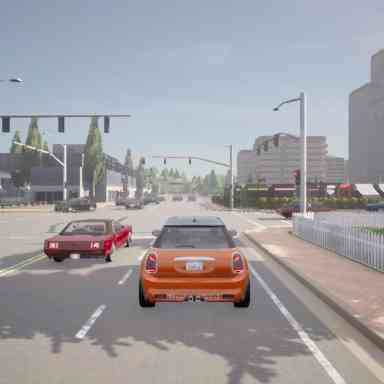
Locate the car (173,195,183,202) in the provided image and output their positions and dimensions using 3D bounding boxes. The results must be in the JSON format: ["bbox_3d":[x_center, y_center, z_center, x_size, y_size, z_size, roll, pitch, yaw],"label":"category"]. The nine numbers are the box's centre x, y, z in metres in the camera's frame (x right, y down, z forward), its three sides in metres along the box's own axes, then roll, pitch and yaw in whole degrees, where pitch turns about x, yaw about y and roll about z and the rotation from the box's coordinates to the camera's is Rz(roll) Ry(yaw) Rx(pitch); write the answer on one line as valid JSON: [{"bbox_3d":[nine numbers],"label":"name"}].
[{"bbox_3d":[-3.539,1.513,77.754,1.812,1.442,4.674,0,0,0],"label":"car"}]

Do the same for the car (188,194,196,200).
[{"bbox_3d":[-0.044,1.398,87.712,2.128,1.511,4.902,0,0,0],"label":"car"}]

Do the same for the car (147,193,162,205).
[{"bbox_3d":[-7.110,1.221,59.191,2.150,2.045,5.566,0,0,0],"label":"car"}]

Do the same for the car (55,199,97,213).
[{"bbox_3d":[-12.648,1.507,36.621,1.837,1.490,4.892,3,1,31],"label":"car"}]

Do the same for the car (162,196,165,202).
[{"bbox_3d":[-7.037,1.552,74.422,1.994,1.385,4.181,0,0,0],"label":"car"}]

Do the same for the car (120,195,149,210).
[{"bbox_3d":[-7.121,1.491,41.894,2.128,1.511,4.902,0,0,0],"label":"car"}]

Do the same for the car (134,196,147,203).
[{"bbox_3d":[-10.534,1.600,68.441,1.895,1.301,4.718,0,0,0],"label":"car"}]

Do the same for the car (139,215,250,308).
[{"bbox_3d":[0.060,1.352,8.101,2.097,1.767,4.553,0,0,0],"label":"car"}]

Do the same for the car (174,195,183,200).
[{"bbox_3d":[-3.544,1.425,87.709,1.994,1.385,4.181,0,0,0],"label":"car"}]

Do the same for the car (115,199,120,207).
[{"bbox_3d":[-10.620,1.564,51.745,1.994,1.385,4.181,0,0,0],"label":"car"}]

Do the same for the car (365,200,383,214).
[{"bbox_3d":[20.898,1.478,35.005,5.008,1.535,1.882,0,0,-2],"label":"car"}]

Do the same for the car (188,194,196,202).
[{"bbox_3d":[-0.039,1.531,77.437,2.033,1.411,5.357,0,0,0],"label":"car"}]

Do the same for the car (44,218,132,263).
[{"bbox_3d":[-3.422,1.601,11.996,1.895,1.301,4.718,0,0,0],"label":"car"}]

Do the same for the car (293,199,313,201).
[{"bbox_3d":[11.254,1.491,34.762,4.902,1.511,2.128,0,0,-1],"label":"car"}]

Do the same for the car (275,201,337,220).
[{"bbox_3d":[9.424,1.601,27.388,4.718,1.301,1.895,0,0,-2],"label":"car"}]
